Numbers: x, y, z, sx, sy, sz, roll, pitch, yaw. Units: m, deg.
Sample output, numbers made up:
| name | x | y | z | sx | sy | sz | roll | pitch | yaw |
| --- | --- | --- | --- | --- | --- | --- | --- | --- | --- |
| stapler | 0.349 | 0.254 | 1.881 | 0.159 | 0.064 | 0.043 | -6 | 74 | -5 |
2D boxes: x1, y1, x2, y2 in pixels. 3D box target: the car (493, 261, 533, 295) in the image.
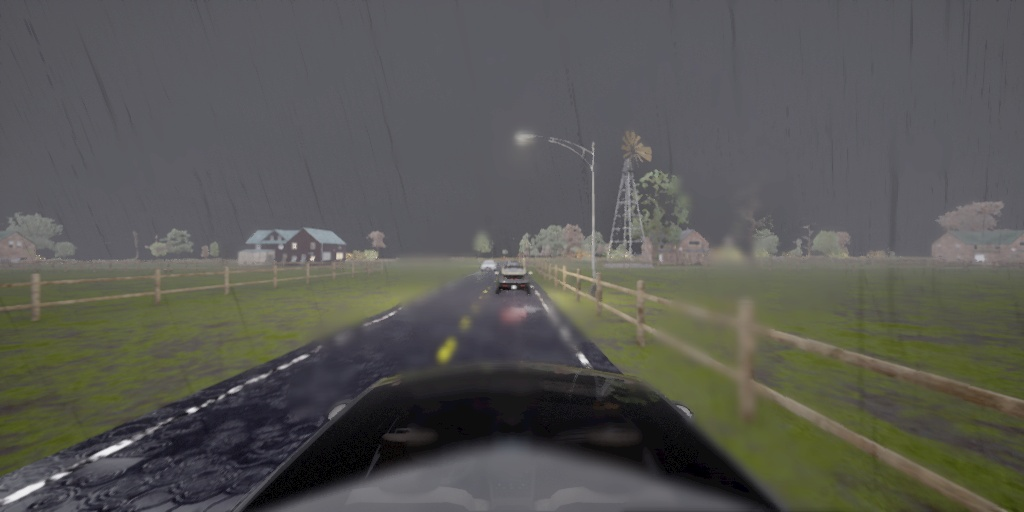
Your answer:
| name | x | y | z | sx | sy | sz | roll | pitch | yaw |
| --- | --- | --- | --- | --- | --- | --- | --- | --- | --- |
| car | 0.099 | 1.256 | 19.904 | 1.837 | 1.490 | 4.892 | 0 | 1 | 0 |

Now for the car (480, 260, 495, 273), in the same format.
| name | x | y | z | sx | sy | sz | roll | pitch | yaw |
| --- | --- | --- | --- | --- | --- | --- | --- | --- | --- |
| car | -2.833 | 1.268 | 44.573 | 1.812 | 1.442 | 4.674 | 0 | 0 | 0 |
